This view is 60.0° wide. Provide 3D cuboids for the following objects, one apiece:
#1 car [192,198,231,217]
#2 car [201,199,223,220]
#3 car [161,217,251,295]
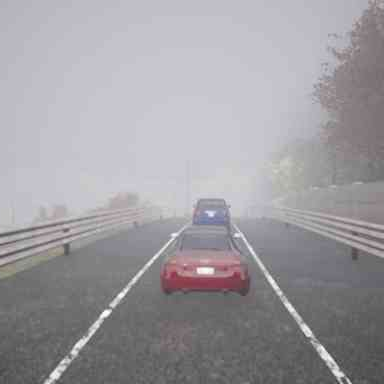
[{"bbox_3d":[1.208,1.354,20.458,2.150,2.045,5.566,0,-1,4],"label":"car"},{"bbox_3d":[2.167,1.845,35.515,2.150,2.045,5.566,0,-3,4],"label":"car"},{"bbox_3d":[0.368,1.587,8.821,1.994,1.385,4.181,0,0,3],"label":"car"}]
